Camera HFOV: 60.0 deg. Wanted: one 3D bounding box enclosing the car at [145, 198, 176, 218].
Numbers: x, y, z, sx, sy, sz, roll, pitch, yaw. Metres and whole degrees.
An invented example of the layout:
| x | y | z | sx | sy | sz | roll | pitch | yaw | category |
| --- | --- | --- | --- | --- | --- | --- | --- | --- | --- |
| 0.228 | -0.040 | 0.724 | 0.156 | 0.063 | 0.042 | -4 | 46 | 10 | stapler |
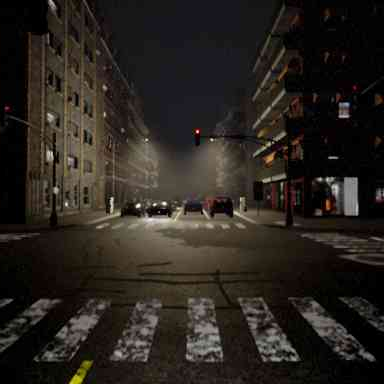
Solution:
| x | y | z | sx | sy | sz | roll | pitch | yaw | category |
| --- | --- | --- | --- | --- | --- | --- | --- | --- | --- |
| -2.816 | 1.564 | 30.526 | 1.994 | 1.385 | 4.181 | 0 | 0 | 0 | car |

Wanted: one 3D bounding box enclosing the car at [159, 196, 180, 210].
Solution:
| x | y | z | sx | sy | sz | roll | pitch | yaw | category |
| --- | --- | --- | --- | --- | --- | --- | --- | --- | --- |
| -2.801 | 1.508 | 39.406 | 1.837 | 1.490 | 4.892 | 0 | 0 | 0 | car |

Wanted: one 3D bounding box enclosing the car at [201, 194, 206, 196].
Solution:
| x | y | z | sx | sy | sz | roll | pitch | yaw | category |
| --- | --- | --- | --- | --- | --- | --- | --- | --- | --- |
| 2.616 | 1.320 | 41.424 | 2.192 | 1.841 | 5.009 | 1 | 0 | 0 | car |

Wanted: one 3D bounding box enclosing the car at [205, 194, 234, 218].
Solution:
| x | y | z | sx | sy | sz | roll | pitch | yaw | category |
| --- | --- | --- | --- | --- | --- | --- | --- | --- | --- |
| 2.609 | 1.315 | 30.300 | 2.192 | 1.841 | 5.009 | 1 | 0 | 0 | car |

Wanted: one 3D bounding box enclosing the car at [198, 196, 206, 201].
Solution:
| x | y | z | sx | sy | sz | roll | pitch | yaw | category |
| --- | --- | --- | --- | --- | --- | --- | --- | --- | --- |
| 2.649 | 1.778 | 91.473 | 1.947 | 1.339 | 4.313 | 1 | 0 | 0 | car |

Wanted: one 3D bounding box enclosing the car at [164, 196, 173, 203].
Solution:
| x | y | z | sx | sy | sz | roll | pitch | yaw | category |
| --- | --- | --- | --- | --- | --- | --- | --- | --- | --- |
| -5.243 | 1.642 | 74.585 | 1.752 | 1.417 | 4.829 | 1 | 0 | 0 | car |

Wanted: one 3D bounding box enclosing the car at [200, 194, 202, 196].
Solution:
| x | y | z | sx | sy | sz | roll | pitch | yaw | category |
| --- | --- | --- | --- | --- | --- | --- | --- | --- | --- |
| 2.631 | 1.378 | 63.658 | 2.192 | 1.841 | 5.009 | 1 | 0 | 0 | car |

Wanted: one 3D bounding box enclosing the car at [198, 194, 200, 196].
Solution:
| x | y | z | sx | sy | sz | roll | pitch | yaw | category |
| --- | --- | --- | --- | --- | --- | --- | --- | --- | --- |
| 0.066 | 1.533 | 61.771 | 1.882 | 1.535 | 5.008 | 0 | 0 | 0 | car |

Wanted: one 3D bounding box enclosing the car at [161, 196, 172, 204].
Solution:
| x | y | z | sx | sy | sz | roll | pitch | yaw | category |
| --- | --- | --- | --- | --- | --- | --- | --- | --- | --- |
| -5.248 | 1.640 | 69.193 | 2.008 | 1.369 | 4.403 | 1 | 0 | 0 | car |

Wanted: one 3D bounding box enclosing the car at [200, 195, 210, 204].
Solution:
| x | y | z | sx | sy | sz | roll | pitch | yaw | category |
| --- | --- | --- | --- | --- | --- | --- | --- | --- | --- |
| 2.633 | 1.530 | 69.222 | 1.967 | 1.590 | 4.097 | 1 | 0 | 0 | car |

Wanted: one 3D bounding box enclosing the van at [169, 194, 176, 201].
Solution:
| x | y | z | sx | sy | sz | roll | pitch | yaw | category |
| --- | --- | --- | --- | --- | --- | --- | --- | --- | --- |
| -5.227 | 1.553 | 91.449 | 1.690 | 1.788 | 3.998 | 1 | 0 | 0 | van |

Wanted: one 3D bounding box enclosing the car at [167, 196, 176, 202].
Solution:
| x | y | z | sx | sy | sz | roll | pitch | yaw | category |
| --- | --- | --- | --- | --- | --- | --- | --- | --- | --- |
| -5.235 | 1.731 | 85.884 | 2.008 | 1.369 | 4.403 | 1 | 0 | 0 | car |

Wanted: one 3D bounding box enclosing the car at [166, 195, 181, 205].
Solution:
| x | y | z | sx | sy | sz | roll | pitch | yaw | category |
| --- | --- | --- | --- | --- | --- | --- | --- | --- | --- |
| -2.740 | 1.582 | 49.340 | 1.994 | 1.385 | 4.181 | 0 | 0 | 1 | car |

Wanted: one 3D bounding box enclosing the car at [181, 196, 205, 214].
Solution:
| x | y | z | sx | sy | sz | roll | pitch | yaw | category |
| --- | --- | --- | --- | --- | --- | --- | --- | --- | --- |
| 0.138 | 1.478 | 35.277 | 1.882 | 1.535 | 5.008 | 0 | 0 | 0 | car |

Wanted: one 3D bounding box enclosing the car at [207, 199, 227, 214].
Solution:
| x | y | z | sx | sy | sz | roll | pitch | yaw | category |
| --- | --- | --- | --- | --- | --- | --- | --- | --- | --- |
| 2.609 | 1.526 | 36.029 | 1.752 | 1.417 | 4.829 | 1 | 0 | 0 | car |

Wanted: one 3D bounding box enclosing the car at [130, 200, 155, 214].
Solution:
| x | y | z | sx | sy | sz | roll | pitch | yaw | category |
| --- | --- | --- | --- | --- | --- | --- | --- | --- | --- |
| -5.271 | 1.567 | 35.821 | 1.947 | 1.339 | 4.313 | 1 | 0 | 0 | car |

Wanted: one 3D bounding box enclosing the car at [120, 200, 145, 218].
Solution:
| x | y | z | sx | sy | sz | roll | pitch | yaw | category |
| --- | --- | --- | --- | --- | --- | --- | --- | --- | --- |
| -5.276 | 1.566 | 30.260 | 1.947 | 1.339 | 4.313 | 1 | 0 | 0 | car |
